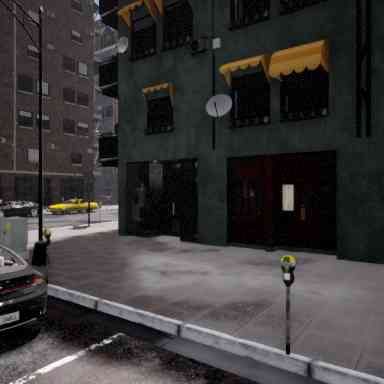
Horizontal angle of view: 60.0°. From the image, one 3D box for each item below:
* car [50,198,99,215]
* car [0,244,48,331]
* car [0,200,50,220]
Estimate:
[{"bbox_3d":[-10.840,1.250,30.408,1.752,1.417,4.829,1,1,35],"label":"car"},{"bbox_3d":[-4.355,1.551,5.976,4.403,1.369,2.008,0,0,35],"label":"car"},{"bbox_3d":[-13.928,1.350,25.982,2.008,1.369,4.403,1,1,35],"label":"car"}]
